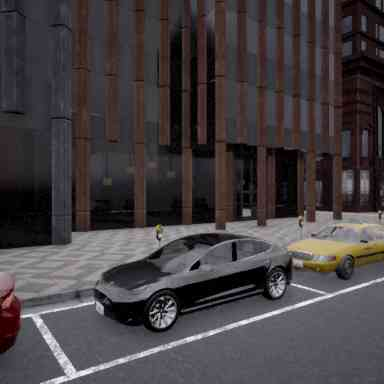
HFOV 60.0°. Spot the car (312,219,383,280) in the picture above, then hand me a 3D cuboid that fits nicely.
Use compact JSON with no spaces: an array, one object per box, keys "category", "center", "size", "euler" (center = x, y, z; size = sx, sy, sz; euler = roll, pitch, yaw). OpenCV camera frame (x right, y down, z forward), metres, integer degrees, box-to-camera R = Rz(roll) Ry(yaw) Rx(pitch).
[{"category":"car","center":[4.695,1.527,9.976],"size":[4.829,1.417,1.752],"euler":[0,0,-35]}]

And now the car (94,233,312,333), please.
[{"category":"car","center":[0.238,1.566,6.811],"size":[4.313,1.339,1.947],"euler":[0,0,-35]}]

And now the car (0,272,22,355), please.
[{"category":"car","center":[-4.357,1.545,3.547],"size":[4.507,1.381,1.887],"euler":[0,0,-35]}]
